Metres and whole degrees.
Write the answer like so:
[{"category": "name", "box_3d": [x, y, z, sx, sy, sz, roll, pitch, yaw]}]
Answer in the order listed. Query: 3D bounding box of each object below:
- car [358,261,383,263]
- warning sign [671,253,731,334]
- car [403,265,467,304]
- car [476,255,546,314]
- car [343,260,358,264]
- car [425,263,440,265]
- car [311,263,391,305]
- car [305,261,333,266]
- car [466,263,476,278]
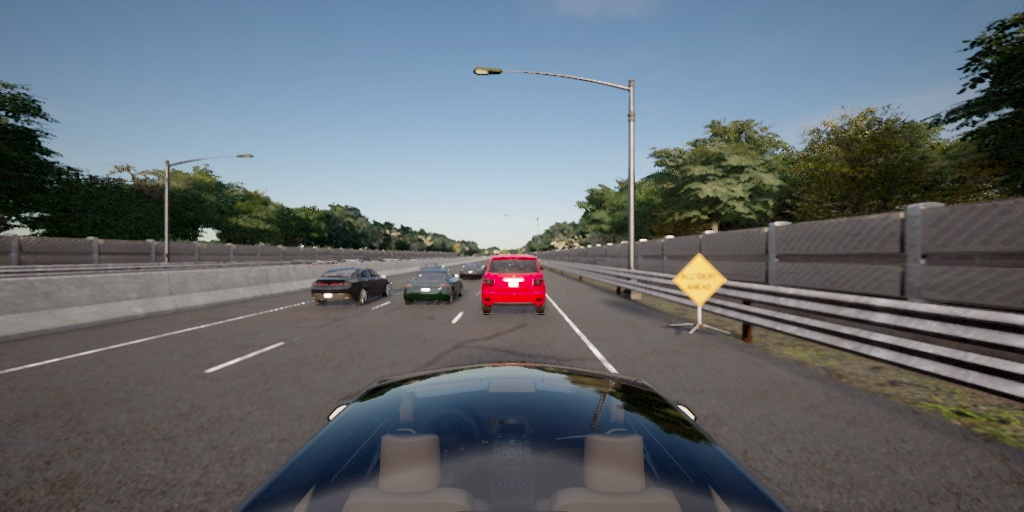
[{"category": "car", "box_3d": [-17.619, 1.319, 46.396, 1.895, 1.301, 4.718, 0, 0, 0]}, {"category": "warning sign", "box_3d": [4.544, 0.861, 8.714, 1.300, 1.860, 1.060, 0, 0, 0]}, {"category": "car", "box_3d": [-3.424, 1.304, 16.227, 1.994, 1.385, 4.181, 0, 0, 0]}, {"category": "car", "box_3d": [0.068, 0.965, 13.826, 2.150, 2.045, 5.566, 0, 0, 0]}, {"category": "car", "box_3d": [-21.112, 1.244, 47.236, 1.812, 1.442, 4.674, 0, 0, 0]}, {"category": "car", "box_3d": [-6.935, 1.294, 31.238, 1.994, 1.385, 4.181, 0, 0, 0]}, {"category": "car", "box_3d": [-6.924, 1.245, 15.928, 1.837, 1.490, 4.892, 0, 0, 0]}, {"category": "car", "box_3d": [-24.612, 1.320, 46.317, 1.895, 1.301, 4.718, 0, 0, 0]}, {"category": "car", "box_3d": [-3.435, 1.293, 31.586, 1.994, 1.385, 4.181, 0, 0, 0]}]
